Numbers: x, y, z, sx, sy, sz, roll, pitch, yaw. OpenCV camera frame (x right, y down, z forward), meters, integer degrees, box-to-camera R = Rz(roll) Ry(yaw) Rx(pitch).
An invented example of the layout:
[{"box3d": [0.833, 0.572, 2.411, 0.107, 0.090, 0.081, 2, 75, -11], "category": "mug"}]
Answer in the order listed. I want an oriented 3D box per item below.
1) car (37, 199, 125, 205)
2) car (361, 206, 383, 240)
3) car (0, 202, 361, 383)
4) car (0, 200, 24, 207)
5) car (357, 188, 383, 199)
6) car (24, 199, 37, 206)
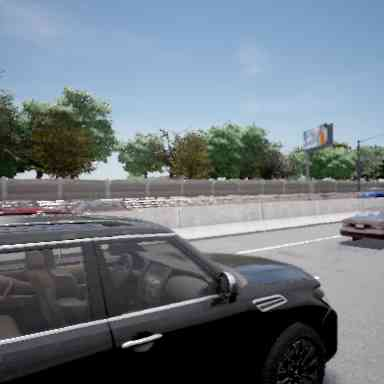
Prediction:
[{"box3d": [-5.310, 1.255, 17.400, 4.553, 1.767, 2.097, -1, 1, -35], "category": "car"}, {"box3d": [8.408, 1.299, 14.036, 5.357, 1.411, 2.033, -1, 1, -35], "category": "car"}, {"box3d": [-1.021, 1.207, 3.018, 5.566, 2.045, 2.150, -1, 1, -35], "category": "car"}, {"box3d": [-11.806, 1.307, 21.366, 4.553, 1.767, 2.097, -1, 1, -35], "category": "car"}, {"box3d": [26.383, 0.445, 48.561, 5.566, 2.045, 2.150, -1, 0, -35], "category": "car"}, {"box3d": [-7.339, 1.255, 20.252, 4.553, 1.767, 2.097, -1, 1, -35], "category": "car"}]
